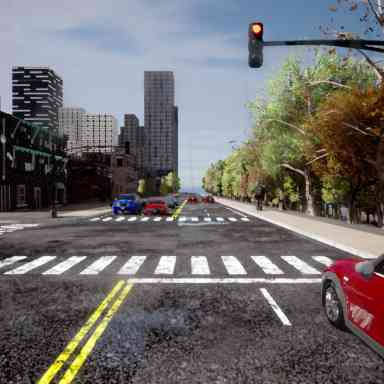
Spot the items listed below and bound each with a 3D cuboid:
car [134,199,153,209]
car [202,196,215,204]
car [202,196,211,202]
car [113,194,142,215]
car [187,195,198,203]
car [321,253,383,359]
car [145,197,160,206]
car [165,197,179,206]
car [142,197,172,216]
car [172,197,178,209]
[{"bbox_3d":[-6.568,1.585,45.398,1.895,1.301,4.718,0,0,0],"label":"car"},{"bbox_3d":[3.373,1.453,65.312,1.882,1.535,5.008,0,0,0],"label":"car"},{"bbox_3d":[3.279,1.522,75.455,1.994,1.385,4.181,0,0,0],"label":"car"},{"bbox_3d":[-6.575,1.214,34.392,2.150,2.045,5.566,0,0,0],"label":"car"},{"bbox_3d":[0.123,1.329,65.978,2.097,1.767,4.553,0,0,0],"label":"car"},{"bbox_3d":[3.350,1.351,4.140,2.097,1.767,4.553,0,0,0],"label":"car"},{"bbox_3d":[-6.551,1.544,55.537,1.994,1.385,4.181,0,0,1],"label":"car"},{"bbox_3d":[-3.303,1.527,55.982,2.033,1.411,5.357,0,0,0],"label":"car"},{"bbox_3d":[-3.329,1.468,32.375,1.882,1.535,5.008,0,0,0],"label":"car"},{"bbox_3d":[-3.315,1.532,45.271,2.033,1.411,5.357,0,0,0],"label":"car"}]
